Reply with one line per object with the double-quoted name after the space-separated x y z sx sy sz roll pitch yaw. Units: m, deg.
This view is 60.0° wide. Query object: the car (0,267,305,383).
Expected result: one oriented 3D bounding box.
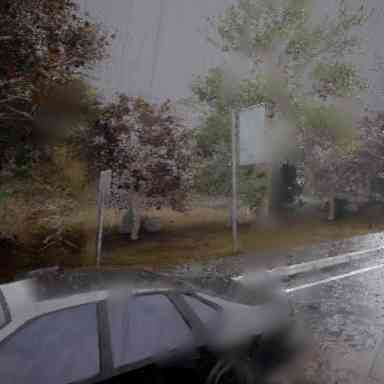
-1.212 1.548 3.131 5.357 1.411 2.033 0 0 -35 "car"
